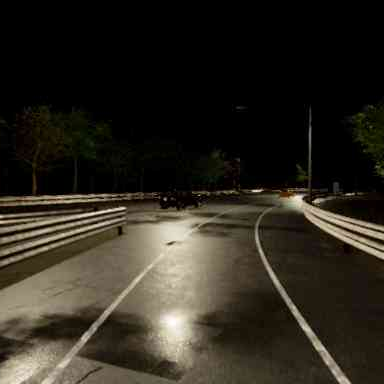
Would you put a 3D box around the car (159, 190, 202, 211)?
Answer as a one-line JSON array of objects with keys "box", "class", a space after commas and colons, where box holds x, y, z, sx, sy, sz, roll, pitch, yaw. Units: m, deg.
[{"box": [-1.119, 0.772, 33.980, 2.150, 2.045, 5.566, 1, 2, 32], "class": "car"}]

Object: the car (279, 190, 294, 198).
[{"box": [18.684, 0.325, 65.357, 1.882, 1.535, 5.008, 1, 2, 32], "class": "car"}]
